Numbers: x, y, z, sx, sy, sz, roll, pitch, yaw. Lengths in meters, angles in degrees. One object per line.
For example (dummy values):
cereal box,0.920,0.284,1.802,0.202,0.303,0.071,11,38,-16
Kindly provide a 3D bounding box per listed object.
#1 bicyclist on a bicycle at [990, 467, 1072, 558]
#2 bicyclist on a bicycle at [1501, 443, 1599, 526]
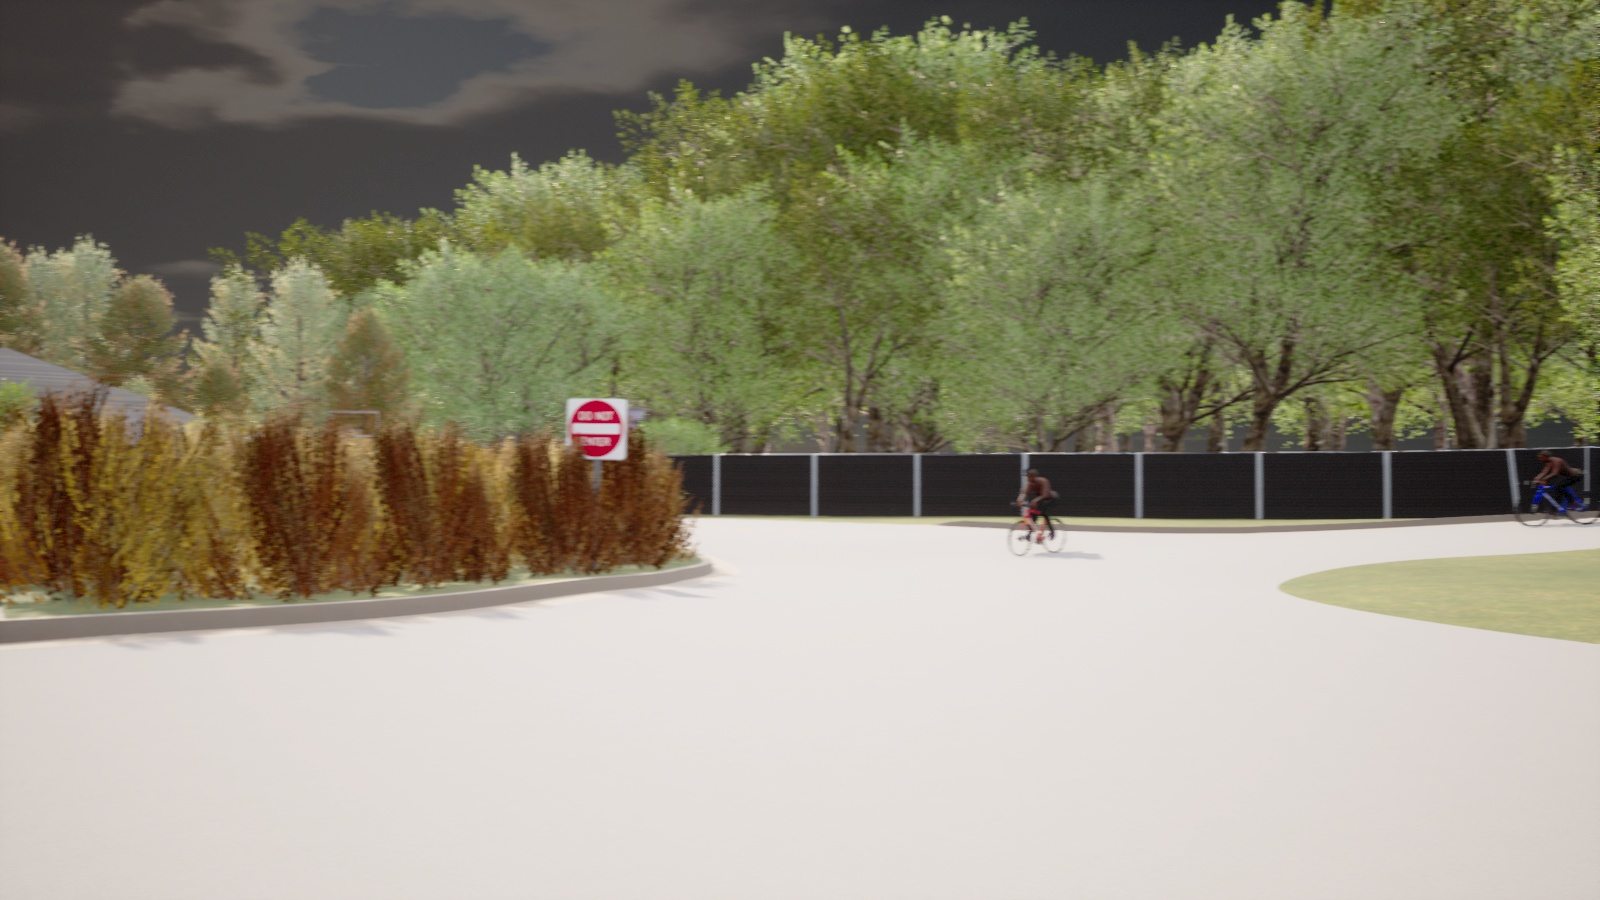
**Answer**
bicyclist on a bicycle,4.331,1.142,23.506,1.656,1.620,0.582,-1,1,-40
bicyclist on a bicycle,15.870,0.727,26.506,1.656,1.620,0.582,-5,-1,13
